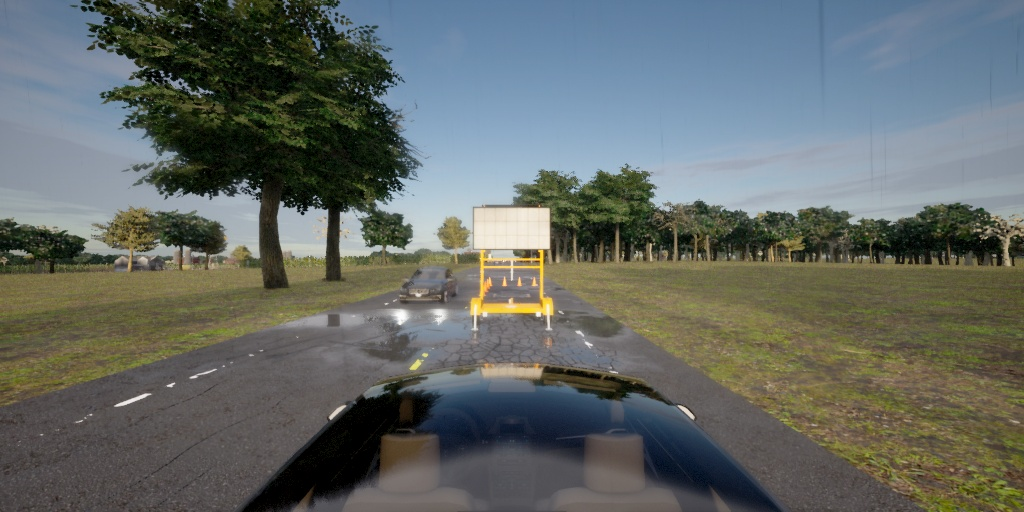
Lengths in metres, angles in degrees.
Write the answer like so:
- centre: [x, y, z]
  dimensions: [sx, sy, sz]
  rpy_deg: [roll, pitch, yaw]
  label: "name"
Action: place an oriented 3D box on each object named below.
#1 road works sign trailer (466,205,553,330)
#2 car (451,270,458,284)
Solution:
- centre: [-0.003, 0.218, 11.126]
  dimensions: [2.380, 3.560, 2.880]
  rpy_deg: [0, 0, 0]
  label: "road works sign trailer"
- centre: [-3.608, 1.270, 30.271]
  dimensions: [1.837, 1.490, 4.892]
  rpy_deg: [0, 0, 0]
  label: "car"
